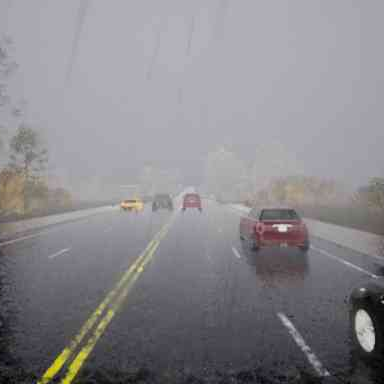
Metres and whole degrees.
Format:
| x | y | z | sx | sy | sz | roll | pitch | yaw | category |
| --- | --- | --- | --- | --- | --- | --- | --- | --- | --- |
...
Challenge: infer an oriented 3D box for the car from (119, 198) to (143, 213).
| x | y | z | sx | sy | sz | roll | pitch | yaw | category |
| --- | --- | --- | --- | --- | --- | --- | --- | --- | --- |
| -6.521 | 1.439 | 35.983 | 1.882 | 1.535 | 5.008 | 0 | 0 | 0 | car |

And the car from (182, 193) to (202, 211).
| x | y | z | sx | sy | sz | roll | pitch | yaw | category |
| --- | --- | --- | --- | --- | --- | --- | --- | --- | --- |
| -0.001 | 1.174 | 40.916 | 2.150 | 2.045 | 5.566 | 0 | 0 | 0 | car |

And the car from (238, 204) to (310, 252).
| x | y | z | sx | sy | sz | roll | pitch | yaw | category |
| --- | --- | --- | --- | --- | --- | --- | --- | --- | --- |
| 3.251 | 1.341 | 14.049 | 2.097 | 1.767 | 4.553 | 0 | 0 | 0 | car |

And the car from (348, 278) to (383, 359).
| x | y | z | sx | sy | sz | roll | pitch | yaw | category |
| --- | --- | --- | --- | --- | --- | --- | --- | --- | --- |
| 3.251 | 1.502 | 3.079 | 1.837 | 1.490 | 4.892 | 0 | 0 | 0 | car |

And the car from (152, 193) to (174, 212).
| x | y | z | sx | sy | sz | roll | pitch | yaw | category |
| --- | --- | --- | --- | --- | --- | --- | --- | --- | --- |
| -3.251 | 1.165 | 38.000 | 2.150 | 2.045 | 5.566 | 0 | 0 | 0 | car |

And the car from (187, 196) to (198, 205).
| x | y | z | sx | sy | sz | roll | pitch | yaw | category |
| --- | --- | --- | --- | --- | --- | --- | --- | --- | --- |
| 0.101 | 1.458 | 56.279 | 1.812 | 1.442 | 4.674 | 0 | 0 | 0 | car |

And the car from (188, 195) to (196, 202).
| x | y | z | sx | sy | sz | roll | pitch | yaw | category |
| --- | --- | --- | --- | --- | --- | --- | --- | --- | --- |
| 0.002 | 1.385 | 73.549 | 1.882 | 1.535 | 5.008 | 0 | 0 | 0 | car |
